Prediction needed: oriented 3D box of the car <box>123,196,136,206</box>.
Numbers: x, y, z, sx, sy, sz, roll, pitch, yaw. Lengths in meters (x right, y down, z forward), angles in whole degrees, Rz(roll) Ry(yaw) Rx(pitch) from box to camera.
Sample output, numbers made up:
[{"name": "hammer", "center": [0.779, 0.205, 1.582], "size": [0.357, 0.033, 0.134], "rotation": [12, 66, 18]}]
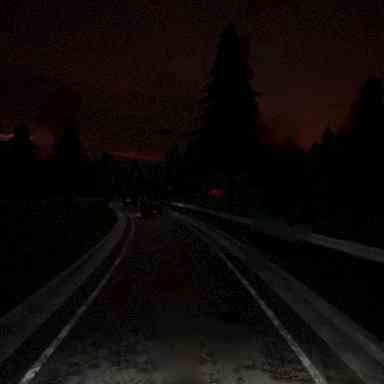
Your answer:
[{"name": "car", "center": [-9.741, 1.422, 51.663], "size": [2.128, 1.511, 4.902], "rotation": [0, 0, -15]}]

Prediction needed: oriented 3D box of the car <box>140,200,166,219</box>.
[{"name": "car", "center": [-3.431, 1.432, 28.780], "size": [1.882, 1.535, 5.008], "rotation": [0, 0, -12]}]
